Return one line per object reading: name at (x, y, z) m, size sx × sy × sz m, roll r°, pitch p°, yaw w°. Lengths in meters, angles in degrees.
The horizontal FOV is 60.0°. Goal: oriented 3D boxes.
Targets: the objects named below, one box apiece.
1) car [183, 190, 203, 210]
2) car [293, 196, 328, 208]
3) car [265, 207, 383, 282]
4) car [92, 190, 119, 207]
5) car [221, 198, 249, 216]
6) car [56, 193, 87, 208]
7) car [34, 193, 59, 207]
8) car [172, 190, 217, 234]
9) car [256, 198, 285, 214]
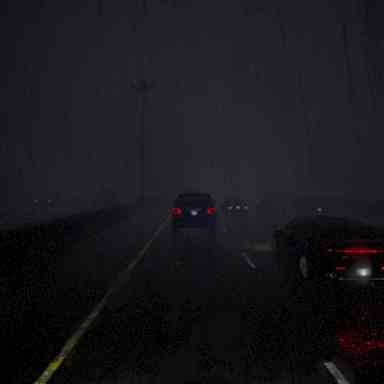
car at (0.107, 0.811, 37.319) m, size 2.150 × 2.045 × 5.566 m, roll 0°, pitch 1°, yaw 0°
car at (10.605, 1.175, 30.034) m, size 1.837 × 1.490 × 4.892 m, roll 0°, pitch 1°, yaw 0°
car at (3.602, 1.401, 9.393) m, size 1.837 × 1.490 × 4.892 m, roll 0°, pitch 1°, yaw 0°
car at (-10.584, 0.769, 41.040) m, size 2.150 × 2.045 × 5.566 m, roll 0°, pitch 1°, yaw 0°
car at (3.605, 1.234, 28.431) m, size 2.033 × 1.411 × 5.357 m, roll 0°, pitch 1°, yaw 0°
car at (-14.080, 1.125, 39.770) m, size 1.994 × 1.385 × 4.181 m, roll 0°, pitch 1°, yaw 0°
car at (-17.578, 0.898, 41.138) m, size 2.097 × 1.767 × 4.553 m, roll 0°, pitch 1°, yaw 0°
car at (0.103, 1.024, 17.879) m, size 2.150 × 2.045 × 5.566 m, roll 0°, pitch 1°, yaw 0°
car at (7.105, 1.231, 30.280) m, size 1.994 × 1.385 × 4.181 m, roll 0°, pitch 1°, yaw 0°
